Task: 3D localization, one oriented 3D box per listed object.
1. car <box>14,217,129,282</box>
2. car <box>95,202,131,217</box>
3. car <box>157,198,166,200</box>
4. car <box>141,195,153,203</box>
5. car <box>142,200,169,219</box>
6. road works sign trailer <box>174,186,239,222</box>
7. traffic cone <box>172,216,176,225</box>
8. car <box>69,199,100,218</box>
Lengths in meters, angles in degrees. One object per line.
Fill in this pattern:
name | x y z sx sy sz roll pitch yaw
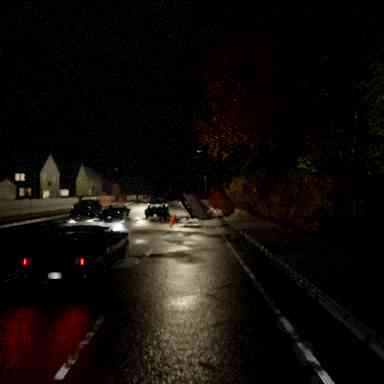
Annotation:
car | -3.151 1.641 9.871 1.895 1.301 4.718 0 0 0
car | -6.602 1.714 28.801 1.895 1.301 4.718 0 0 0
car | -6.507 1.823 69.903 1.895 1.301 4.718 0 0 0
car | -9.756 1.495 71.823 2.097 1.767 4.553 0 0 0
car | -3.153 1.721 30.664 1.895 1.301 4.718 0 0 0
road works sign trailer | 0.763 1.163 23.083 3.560 2.380 2.880 6 -48 -50
traffic cone | -1.382 2.043 21.994 0.340 0.580 0.340 0 0 0
car | -9.848 1.475 31.333 2.097 1.767 4.553 0 0 0
